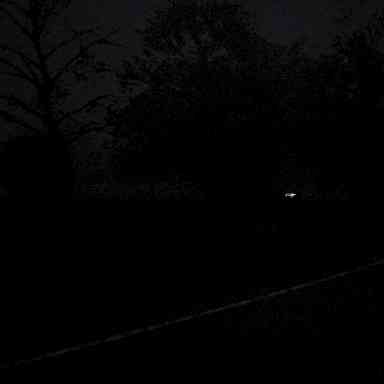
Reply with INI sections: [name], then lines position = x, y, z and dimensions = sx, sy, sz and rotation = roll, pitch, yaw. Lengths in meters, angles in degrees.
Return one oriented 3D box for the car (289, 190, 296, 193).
[car]
position = 19.647, -0.359, 66.357
dimensions = 1.994, 1.385, 4.181
rotation = -3, 3, 21
